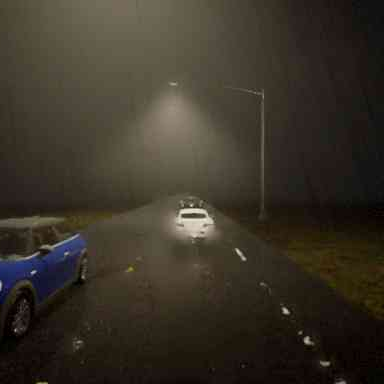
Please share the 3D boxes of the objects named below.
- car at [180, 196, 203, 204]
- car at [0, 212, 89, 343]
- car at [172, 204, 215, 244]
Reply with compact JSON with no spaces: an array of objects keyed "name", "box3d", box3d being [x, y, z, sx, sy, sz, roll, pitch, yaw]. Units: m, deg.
[{"name":"car","box3d":[-0.055,1.249,31.981,2.097,1.767,4.553,0,0,-1]},{"name":"car","box3d":[-3.610,1.345,6.418,2.097,1.767,4.553,0,0,0]},{"name":"car","box3d":[0.058,1.488,15.551,1.812,1.442,4.674,0,0,0]}]
